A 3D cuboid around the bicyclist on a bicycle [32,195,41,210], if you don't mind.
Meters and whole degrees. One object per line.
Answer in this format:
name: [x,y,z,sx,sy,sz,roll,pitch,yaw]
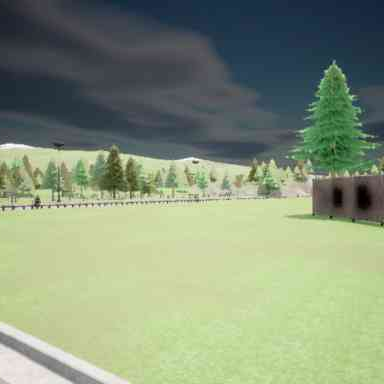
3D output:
bicyclist on a bicycle: [-18.184,1.135,38.961,1.656,1.620,0.582,34,17,27]
